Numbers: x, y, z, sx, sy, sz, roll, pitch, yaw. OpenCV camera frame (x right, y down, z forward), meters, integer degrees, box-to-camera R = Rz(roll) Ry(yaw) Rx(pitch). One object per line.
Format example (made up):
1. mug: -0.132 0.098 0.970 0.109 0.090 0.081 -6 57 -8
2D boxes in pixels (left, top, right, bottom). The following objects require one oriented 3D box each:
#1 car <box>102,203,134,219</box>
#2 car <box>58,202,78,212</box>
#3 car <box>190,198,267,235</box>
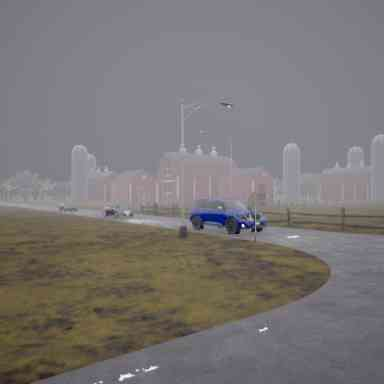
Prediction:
1. car: -7.664 1.929 34.322 2.128 1.511 4.902 0 -1 -35
2. car: -18.667 2.263 49.934 1.837 1.490 4.892 0 -1 -35
3. car: 2.054 1.421 20.672 2.150 2.045 5.566 0 -1 -35
